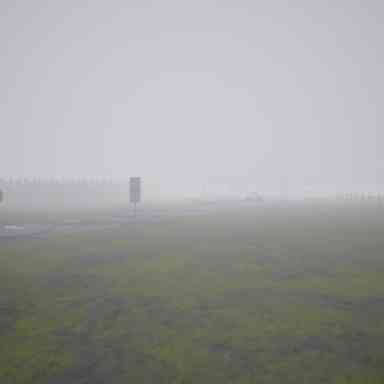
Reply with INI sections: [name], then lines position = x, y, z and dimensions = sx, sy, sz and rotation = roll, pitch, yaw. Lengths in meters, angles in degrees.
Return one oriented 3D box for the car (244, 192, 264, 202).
[car]
position = 10.067, 0.744, 54.199
dimensions = 2.097, 1.767, 4.553
rotation = 0, 1, 31
